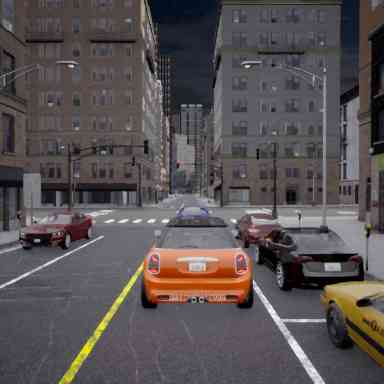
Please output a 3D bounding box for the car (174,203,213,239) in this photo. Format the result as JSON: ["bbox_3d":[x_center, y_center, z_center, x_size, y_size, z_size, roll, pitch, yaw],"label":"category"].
[{"bbox_3d":[0.105,1.472,18.339,1.882,1.535,5.008,0,0,1],"label":"car"}]

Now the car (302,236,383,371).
[{"bbox_3d":[2.867,1.524,3.437,1.752,1.417,4.829,-1,0,0],"label":"car"}]

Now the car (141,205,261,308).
[{"bbox_3d":[0.099,1.350,8.051,2.097,1.767,4.553,0,0,0],"label":"car"}]

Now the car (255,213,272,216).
[{"bbox_3d":[2.870,1.577,14.439,1.802,1.307,4.206,-1,0,0],"label":"car"}]

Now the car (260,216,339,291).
[{"bbox_3d":[2.869,1.563,8.854,1.947,1.339,4.313,-1,0,0],"label":"car"}]

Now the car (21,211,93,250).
[{"bbox_3d":[-5.675,1.540,14.438,1.887,1.381,4.507,-1,0,0],"label":"car"}]
